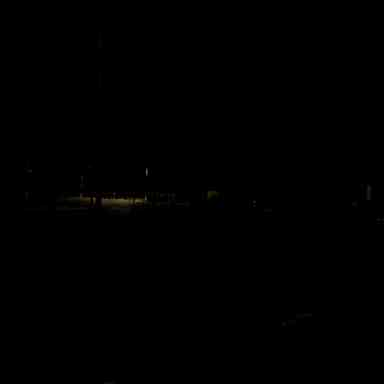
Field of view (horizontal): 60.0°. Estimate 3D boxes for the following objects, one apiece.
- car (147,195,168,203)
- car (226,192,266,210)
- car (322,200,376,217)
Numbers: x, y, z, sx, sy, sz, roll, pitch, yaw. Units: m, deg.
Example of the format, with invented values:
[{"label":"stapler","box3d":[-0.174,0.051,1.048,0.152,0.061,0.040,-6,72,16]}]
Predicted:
[{"label":"car","box3d":[-6.020,1.202,58.718,1.895,1.301,4.718,1,0,-36]},{"label":"car","box3d":[6.569,1.053,41.338,2.150,2.045,5.566,1,0,-36]},{"label":"car","box3d":[14.359,1.496,30.660,1.812,1.442,4.674,1,0,-36]}]
